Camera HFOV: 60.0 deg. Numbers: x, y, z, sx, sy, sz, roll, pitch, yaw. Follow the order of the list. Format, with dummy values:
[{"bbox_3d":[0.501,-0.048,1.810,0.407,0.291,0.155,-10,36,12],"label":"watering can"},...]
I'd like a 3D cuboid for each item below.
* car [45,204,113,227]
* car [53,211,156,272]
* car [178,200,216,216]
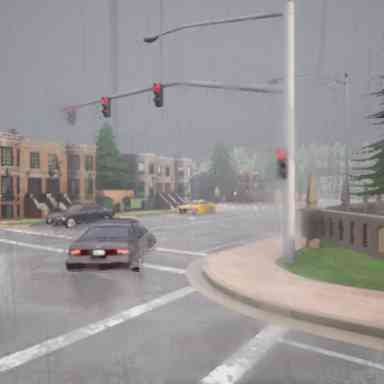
[{"bbox_3d":[-7.568,1.586,22.854,1.837,1.490,4.892,0,0,35],"label":"car"},{"bbox_3d":[-2.418,1.582,10.888,2.033,1.411,5.357,0,0,-2],"label":"car"},{"bbox_3d":[0.536,1.560,34.183,1.882,1.535,5.008,0,0,36],"label":"car"}]
